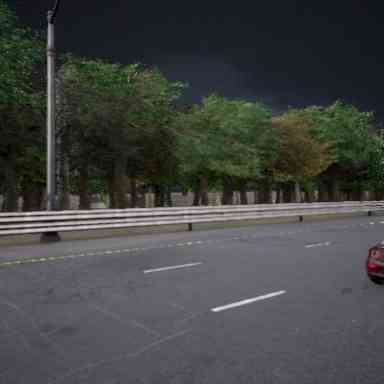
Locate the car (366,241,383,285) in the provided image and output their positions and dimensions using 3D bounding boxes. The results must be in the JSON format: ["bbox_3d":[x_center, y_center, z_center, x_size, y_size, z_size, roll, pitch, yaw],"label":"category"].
[{"bbox_3d":[6.105,1.528,8.230,4.674,1.442,1.812,0,0,-36],"label":"car"}]
